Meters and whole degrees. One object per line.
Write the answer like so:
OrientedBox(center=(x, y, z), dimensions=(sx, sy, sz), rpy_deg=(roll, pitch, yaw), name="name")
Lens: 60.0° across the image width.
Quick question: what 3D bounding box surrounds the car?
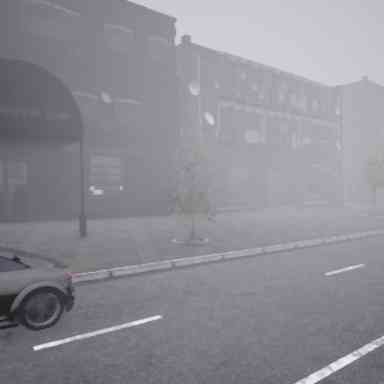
OrientedBox(center=(-4.101, 1.567, 5.331), dimensions=(4.181, 1.385, 1.994), rpy_deg=(0, 0, -36), name="car")
